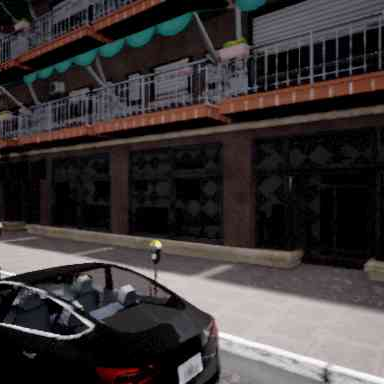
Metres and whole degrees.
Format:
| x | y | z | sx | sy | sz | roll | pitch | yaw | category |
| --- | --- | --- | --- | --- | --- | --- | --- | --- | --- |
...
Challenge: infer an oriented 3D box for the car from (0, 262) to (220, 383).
| x | y | z | sx | sy | sz | roll | pitch | yaw | category |
| --- | --- | --- | --- | --- | --- | --- | --- | --- | --- |
| -1.705 | 1.565 | 4.090 | 4.313 | 1.339 | 1.947 | 0 | 0 | 36 | car |
